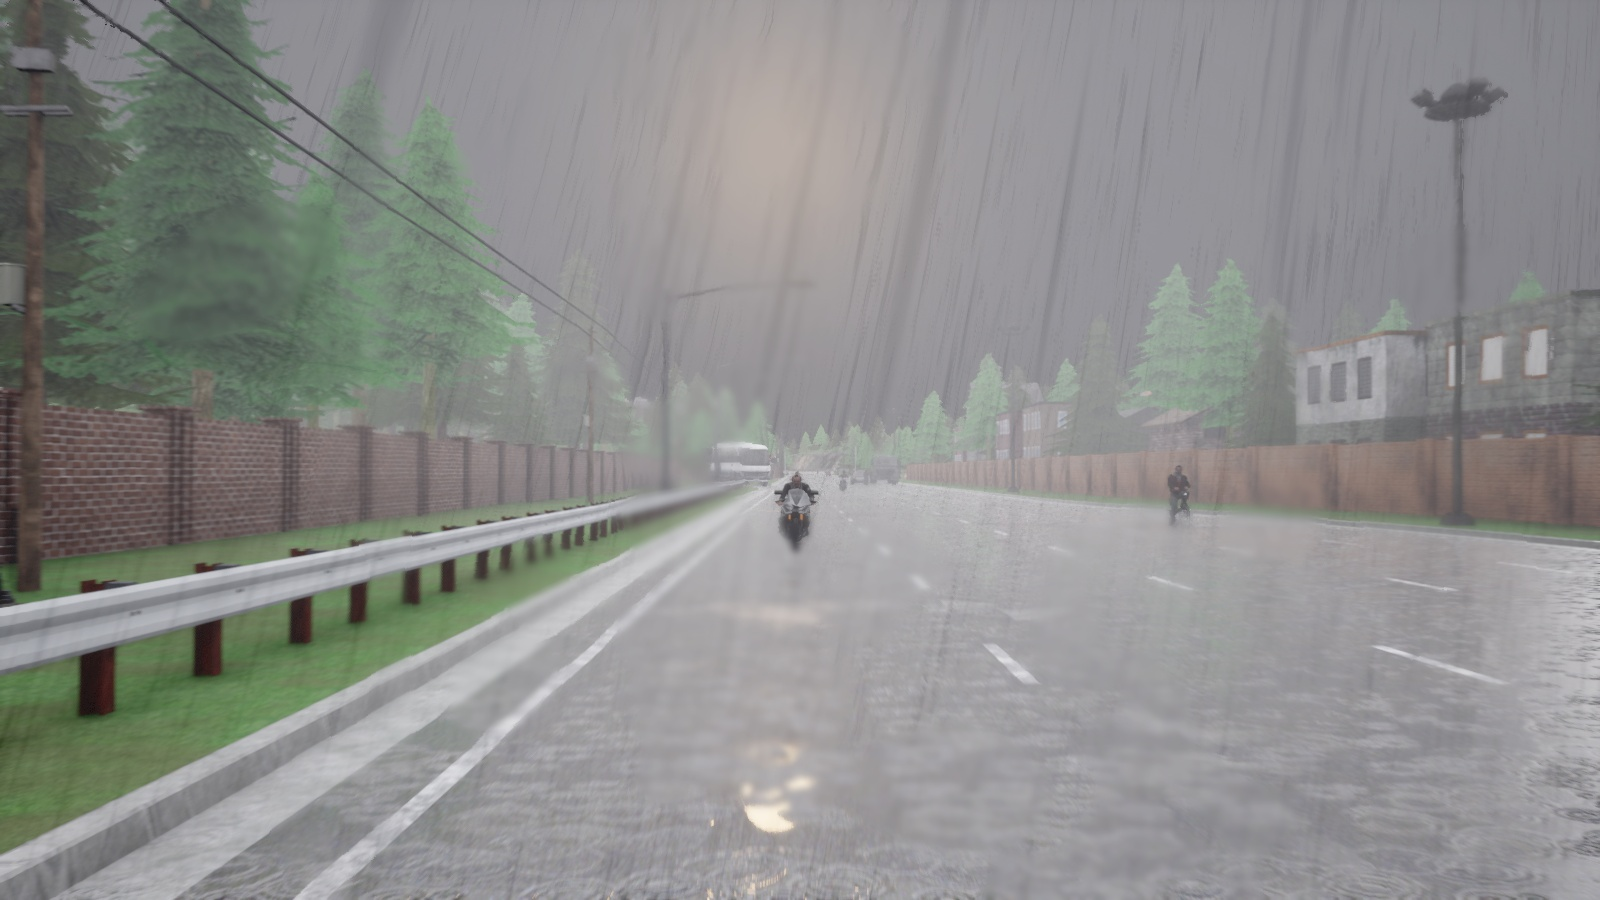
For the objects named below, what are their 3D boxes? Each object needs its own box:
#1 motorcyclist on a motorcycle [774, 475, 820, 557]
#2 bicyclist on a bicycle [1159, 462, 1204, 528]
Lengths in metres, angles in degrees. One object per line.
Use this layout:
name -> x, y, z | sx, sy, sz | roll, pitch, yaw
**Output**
motorcyclist on a motorcycle -> -0.060, 1.262, 24.700 | 0.866, 1.530, 2.191 | 0, -1, 0
bicyclist on a bicycle -> 10.416, 1.216, 34.349 | 0.659, 1.776, 1.843 | 0, -1, 0
